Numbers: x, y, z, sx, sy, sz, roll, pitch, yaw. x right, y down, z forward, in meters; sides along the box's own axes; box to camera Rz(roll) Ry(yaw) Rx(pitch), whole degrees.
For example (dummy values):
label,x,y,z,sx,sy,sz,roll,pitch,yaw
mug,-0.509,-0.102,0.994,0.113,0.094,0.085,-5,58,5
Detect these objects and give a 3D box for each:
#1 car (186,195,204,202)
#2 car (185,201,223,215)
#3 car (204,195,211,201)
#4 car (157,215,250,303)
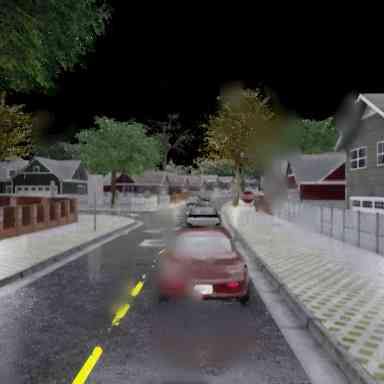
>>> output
label,x,y,z,sx,sy,sz,roll,pitch,yaw
car,0.267,1.392,48.205,1.837,1.490,4.892,0,0,7
car,0.642,1.482,18.108,2.128,1.511,4.902,0,0,3
car,2.561,1.303,64.264,2.033,1.411,5.357,0,0,10
car,0.269,1.521,8.086,1.812,1.442,4.674,0,0,2
